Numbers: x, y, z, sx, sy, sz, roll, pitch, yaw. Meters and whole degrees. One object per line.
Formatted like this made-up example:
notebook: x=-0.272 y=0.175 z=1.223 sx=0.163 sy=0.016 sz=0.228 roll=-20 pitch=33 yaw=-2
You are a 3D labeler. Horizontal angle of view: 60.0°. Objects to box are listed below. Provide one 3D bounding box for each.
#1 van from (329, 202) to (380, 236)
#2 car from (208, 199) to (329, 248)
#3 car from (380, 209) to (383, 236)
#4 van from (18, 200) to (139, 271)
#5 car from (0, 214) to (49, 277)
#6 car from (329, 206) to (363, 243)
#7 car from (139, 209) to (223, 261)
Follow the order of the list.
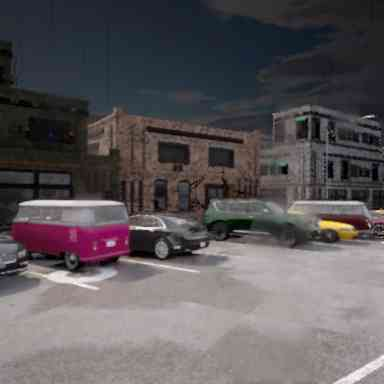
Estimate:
van: x=8.052 y=1.535 z=19.148 sx=4.442 sy=1.987 sz=1.878 roll=0 pitch=-2 yaw=35
car: x=3.182 y=1.356 z=15.810 sx=5.566 sy=2.045 sz=2.435 roll=0 pitch=-2 yaw=35
car: x=10.321 y=1.868 z=20.909 sx=4.792 sy=1.488 sz=2.163 roll=0 pitch=-2 yaw=35
van: x=-4.109 y=1.258 z=10.799 sx=4.442 sy=1.987 sz=1.878 roll=-1 pitch=0 yaw=35
car: x=-6.397 y=1.482 z=9.042 sx=4.892 sy=1.521 sz=2.231 roll=-1 pitch=-1 yaw=34
car: x=5.705 y=1.679 z=17.409 sx=5.366 sy=1.575 sz=1.946 roll=0 pitch=-2 yaw=35
car: x=-1.625 y=1.504 z=12.418 sx=4.892 sy=1.521 sz=2.231 roll=-1 pitch=-1 yaw=35
